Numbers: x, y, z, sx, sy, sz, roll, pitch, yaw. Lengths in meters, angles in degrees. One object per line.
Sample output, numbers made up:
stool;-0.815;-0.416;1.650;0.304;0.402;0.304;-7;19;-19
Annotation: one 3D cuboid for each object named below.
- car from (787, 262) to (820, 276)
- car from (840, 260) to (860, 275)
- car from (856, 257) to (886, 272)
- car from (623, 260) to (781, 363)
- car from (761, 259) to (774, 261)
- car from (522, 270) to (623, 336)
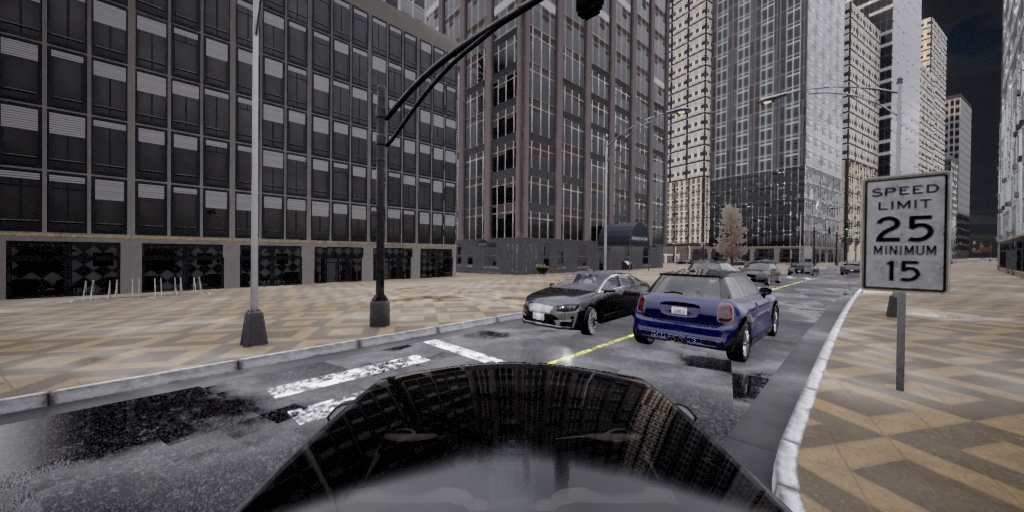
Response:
car;28.373;1.242;34.855;4.181;1.385;1.994;0;1;-41
car;34.486;1.172;36.012;4.902;1.511;2.128;0;1;-41
car;44.277;1.010;44.183;4.553;1.767;2.097;0;1;-39
car;4.773;1.089;8.537;2.097;1.767;4.553;1;1;45
car;16.966;1.174;24.625;4.892;1.490;1.837;0;1;-42
car;2.353;1.189;10.431;2.128;1.511;4.902;1;1;44
